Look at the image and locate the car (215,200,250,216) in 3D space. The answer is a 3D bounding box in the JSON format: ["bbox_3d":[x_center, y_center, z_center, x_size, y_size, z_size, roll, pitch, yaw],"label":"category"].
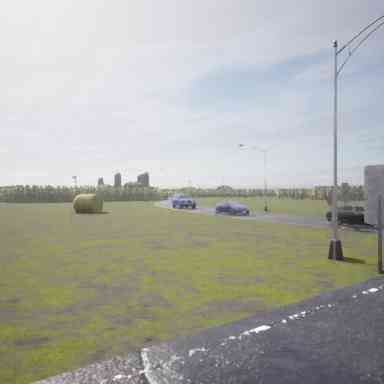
[{"bbox_3d":[3.961,1.578,33.571,1.812,1.442,4.674,-1,0,-25],"label":"car"}]

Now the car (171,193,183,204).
[{"bbox_3d":[-3.041,1.297,66.977,2.150,2.045,5.566,0,0,-6],"label":"car"}]

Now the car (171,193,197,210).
[{"bbox_3d":[-1.145,1.294,45.980,2.150,2.045,5.566,-1,0,-18],"label":"car"}]

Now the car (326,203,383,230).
[{"bbox_3d":[11.042,1.526,21.350,1.837,1.490,4.892,-1,0,-33],"label":"car"}]
